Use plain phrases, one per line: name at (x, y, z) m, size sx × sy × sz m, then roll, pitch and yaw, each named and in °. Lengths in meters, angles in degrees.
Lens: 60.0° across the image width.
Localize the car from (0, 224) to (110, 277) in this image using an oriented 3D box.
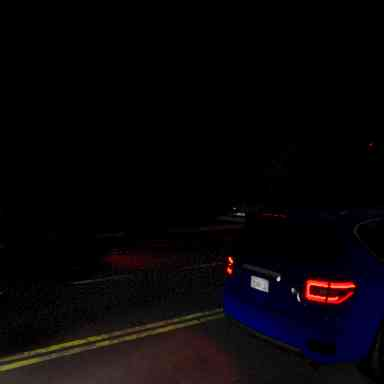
car at (-4.810, 1.601, 9.056) m, size 4.718 × 1.301 × 1.895 m, roll 0°, pitch 0°, yaw -33°

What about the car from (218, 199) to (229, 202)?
car at (3.231, 1.490, 37.044) m, size 2.128 × 1.511 × 4.902 m, roll 0°, pitch 0°, yaw -31°

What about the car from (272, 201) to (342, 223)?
car at (9.164, 1.547, 27.096) m, size 2.033 × 1.411 × 5.357 m, roll 0°, pitch 0°, yaw -31°

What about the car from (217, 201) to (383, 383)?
car at (3.083, 1.221, 5.546) m, size 5.566 × 2.045 × 2.150 m, roll 0°, pitch 0°, yaw -33°
